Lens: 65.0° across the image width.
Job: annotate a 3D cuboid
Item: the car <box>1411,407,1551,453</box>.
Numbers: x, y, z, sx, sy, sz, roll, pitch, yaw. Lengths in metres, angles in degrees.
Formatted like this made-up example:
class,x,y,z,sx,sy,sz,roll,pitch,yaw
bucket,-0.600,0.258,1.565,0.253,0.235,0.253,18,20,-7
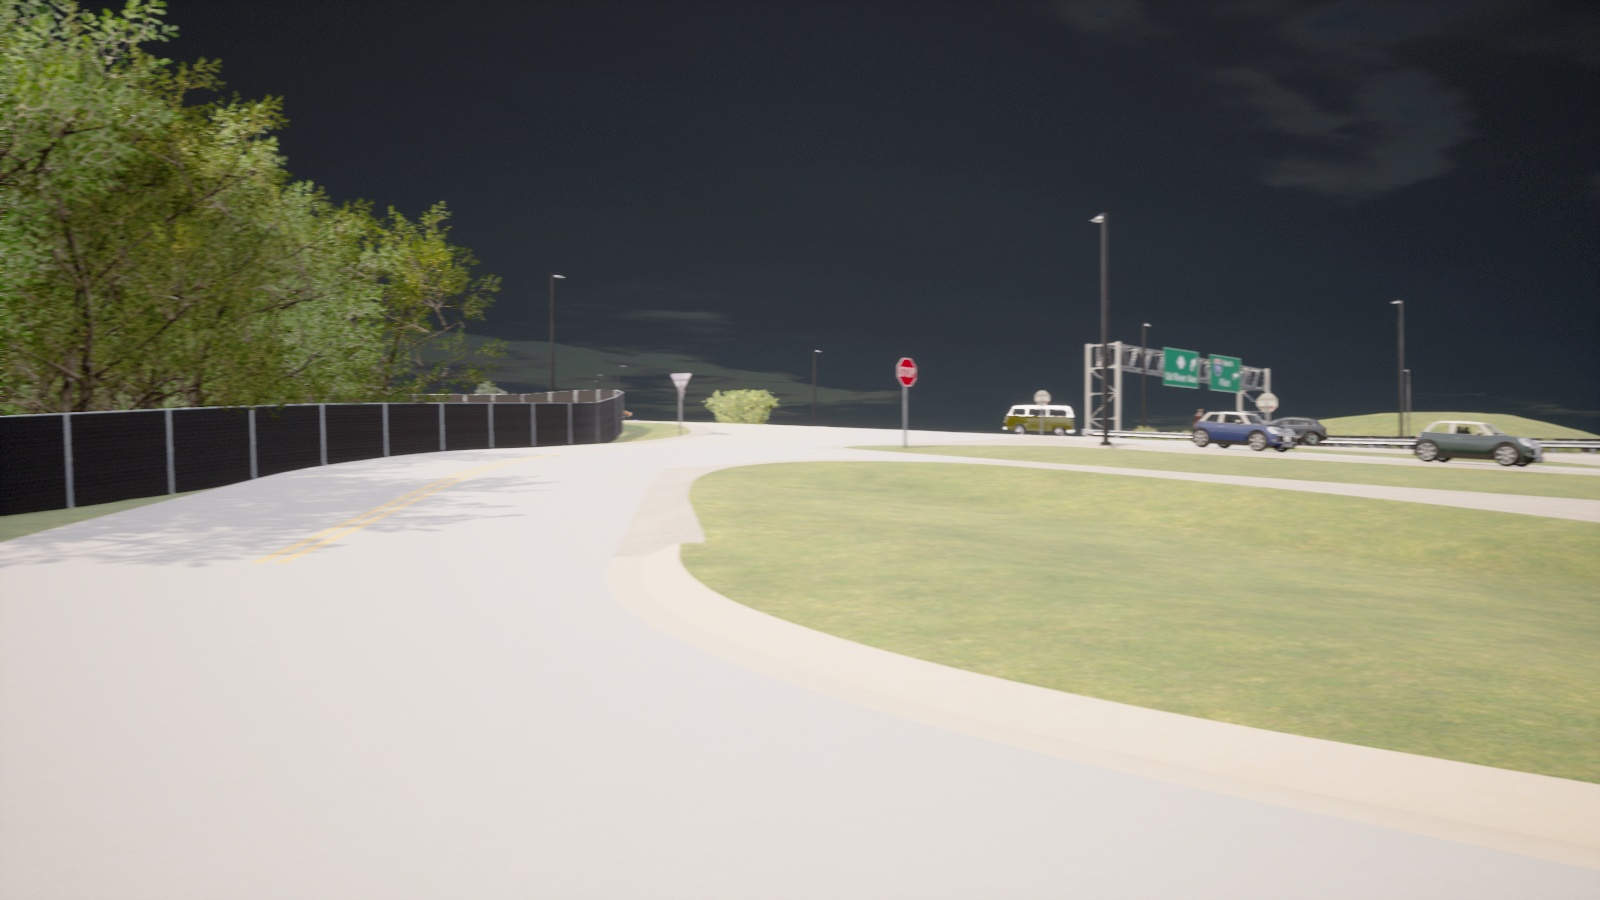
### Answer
class,x,y,z,sx,sy,sz,roll,pitch,yaw
car,23.515,-0.704,43.428,1.970,1.475,3.806,0,2,-45

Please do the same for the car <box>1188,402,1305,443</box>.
class,x,y,z,sx,sy,sz,roll,pitch,yaw
car,17.579,-1.099,49.539,1.970,1.475,3.806,1,3,-38

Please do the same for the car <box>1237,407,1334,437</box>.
class,x,y,z,sx,sy,sz,roll,pitch,yaw
car,28.130,-1.612,72.930,4.856,1.649,2.033,1,0,4

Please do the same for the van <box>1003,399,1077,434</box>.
class,x,y,z,sx,sy,sz,roll,pitch,yaw
van,15.174,-2.096,79.433,4.480,2.038,2.069,1,0,12
